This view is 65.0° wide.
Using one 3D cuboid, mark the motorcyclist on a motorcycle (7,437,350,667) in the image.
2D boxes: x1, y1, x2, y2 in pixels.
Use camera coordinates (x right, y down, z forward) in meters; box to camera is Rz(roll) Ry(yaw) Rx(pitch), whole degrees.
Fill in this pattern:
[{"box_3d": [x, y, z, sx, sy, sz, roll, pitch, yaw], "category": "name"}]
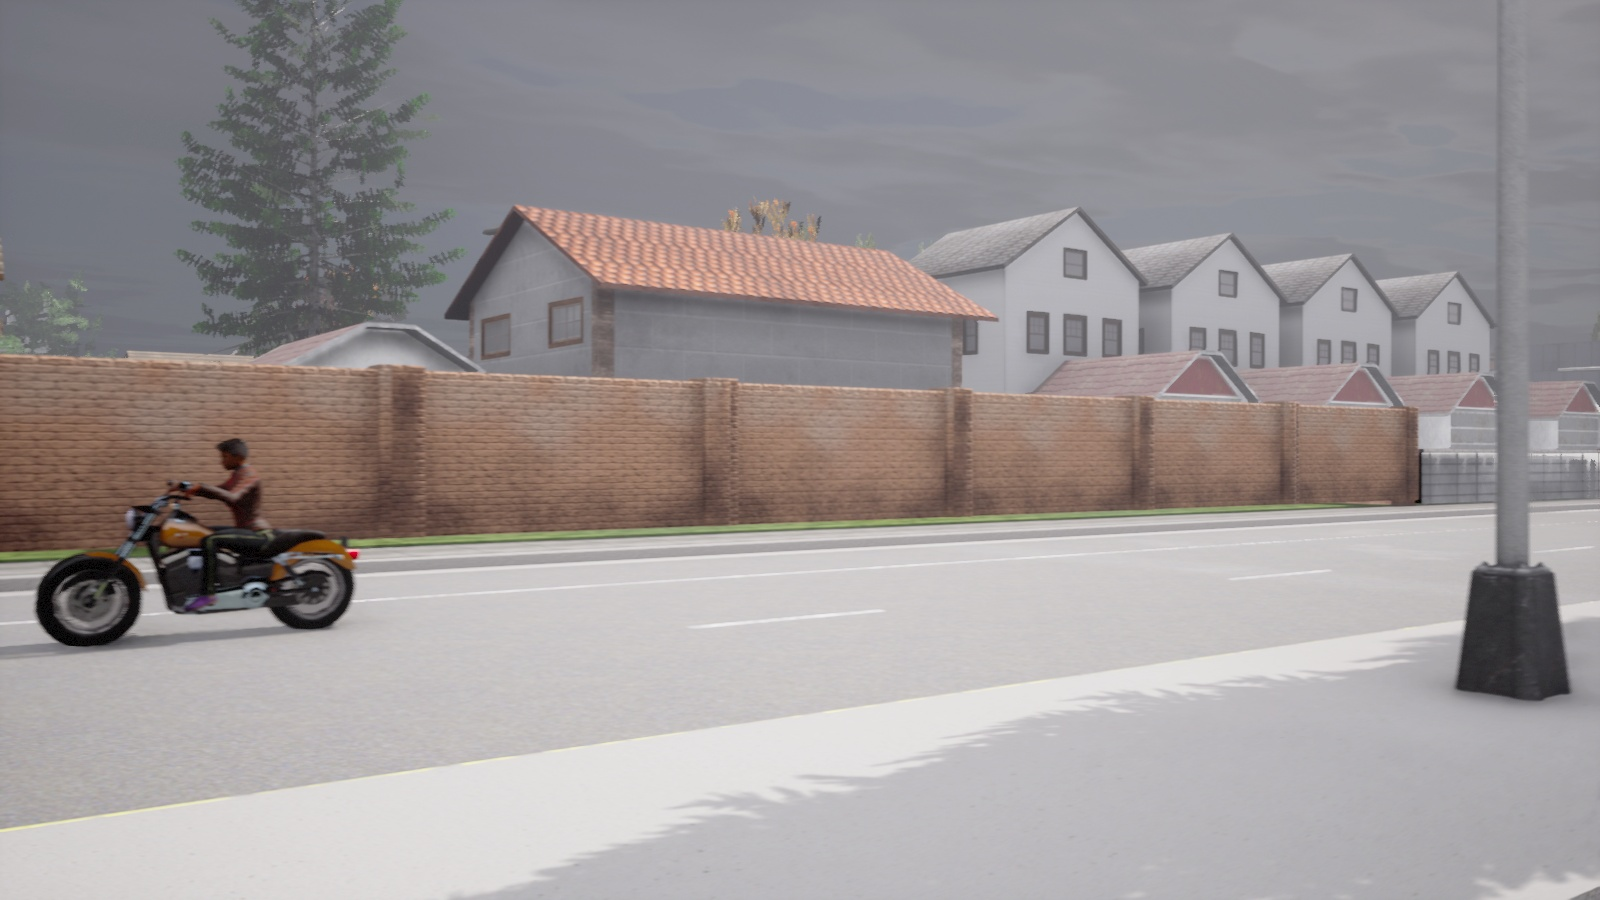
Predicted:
[{"box_3d": [-4.899, 0.730, 9.996, 2.350, 1.649, 0.766, 0, 0, -35], "category": "motorcyclist on a motorcycle"}]
